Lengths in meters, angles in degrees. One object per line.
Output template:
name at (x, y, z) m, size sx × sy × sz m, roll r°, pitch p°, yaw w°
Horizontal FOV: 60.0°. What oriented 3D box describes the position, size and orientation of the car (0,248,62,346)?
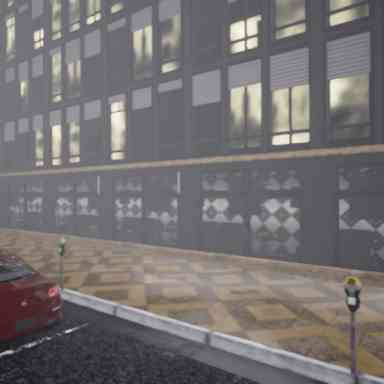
car at (-3.879, 1.582, 5.595) m, size 4.206 × 1.307 × 1.802 m, roll 0°, pitch 0°, yaw 35°
